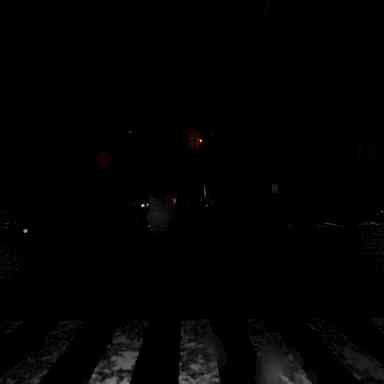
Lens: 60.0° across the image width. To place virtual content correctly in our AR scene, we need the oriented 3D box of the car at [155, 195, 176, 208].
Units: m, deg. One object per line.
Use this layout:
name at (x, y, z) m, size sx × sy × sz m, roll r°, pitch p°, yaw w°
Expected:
car at (-3.614, 1.482, 45.151) m, size 1.882 × 1.535 × 5.008 m, roll 0°, pitch 0°, yaw -1°

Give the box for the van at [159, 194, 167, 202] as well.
van at (-6.757, 1.362, 77.543) m, size 1.690 × 1.788 × 3.998 m, roll 0°, pitch 0°, yaw -1°

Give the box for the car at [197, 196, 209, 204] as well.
car at (1.987, 1.562, 62.654) m, size 2.008 × 1.369 × 4.403 m, roll 0°, pitch 0°, yaw -1°

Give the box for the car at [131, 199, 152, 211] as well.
car at (-6.229, 1.554, 41.322) m, size 2.008 × 1.369 × 4.403 m, roll 0°, pitch 0°, yaw -1°

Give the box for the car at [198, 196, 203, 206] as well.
car at (2.210, 1.550, 47.339) m, size 1.887 × 1.381 × 4.507 m, roll 0°, pitch 0°, yaw -1°

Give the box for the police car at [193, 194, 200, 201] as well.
police car at (1.185, 1.456, 90.628) m, size 1.930 × 1.638 × 5.238 m, roll 0°, pitch 0°, yaw -1°

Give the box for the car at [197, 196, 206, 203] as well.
car at (1.907, 1.540, 68.112) m, size 1.752 × 1.417 × 4.829 m, roll 0°, pitch 0°, yaw -1°

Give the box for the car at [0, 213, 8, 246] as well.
car at (-9.093, 1.650, 10.885) m, size 4.892 × 1.490 × 1.837 m, roll -1°, pitch 0°, yaw -1°

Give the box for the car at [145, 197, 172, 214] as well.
car at (-3.473, 1.566, 34.735) m, size 1.994 × 1.385 × 4.181 m, roll 0°, pitch 0°, yaw -2°

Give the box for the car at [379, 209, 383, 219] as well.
car at (14.625, 1.302, 21.105) m, size 4.718 × 1.301 × 1.895 m, roll -1°, pitch 0°, yaw -1°

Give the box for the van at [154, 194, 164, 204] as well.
van at (-6.599, 1.355, 66.717) m, size 1.690 × 1.788 × 3.998 m, roll 0°, pitch 0°, yaw -1°

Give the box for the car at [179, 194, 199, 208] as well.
car at (-0.465, 1.497, 48.350) m, size 2.128 × 1.511 × 4.902 m, roll 0°, pitch 0°, yaw -1°

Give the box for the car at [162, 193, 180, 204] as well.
car at (-3.806, 1.362, 60.032) m, size 2.097 × 1.767 × 4.553 m, roll 0°, pitch 0°, yaw -1°

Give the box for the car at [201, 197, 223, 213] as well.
car at (2.369, 1.553, 36.451) m, size 2.008 × 1.369 × 4.403 m, roll 0°, pitch 0°, yaw -1°

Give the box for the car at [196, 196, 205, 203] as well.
car at (1.833, 1.584, 73.231) m, size 1.947 × 1.339 × 4.313 m, roll 0°, pitch 0°, yaw -1°

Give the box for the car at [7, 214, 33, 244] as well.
car at (-9.834, 1.369, 14.117) m, size 5.566 × 2.045 × 2.150 m, roll -1°, pitch 1°, yaw -1°

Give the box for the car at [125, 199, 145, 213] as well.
car at (-6.156, 1.553, 36.330) m, size 2.008 × 1.369 × 4.403 m, roll 0°, pitch 0°, yaw -1°
